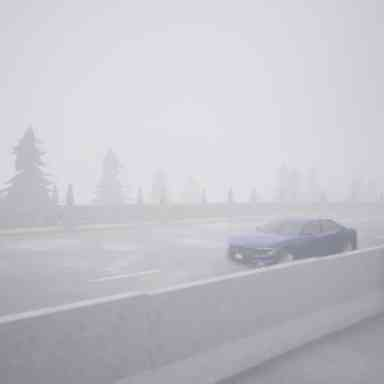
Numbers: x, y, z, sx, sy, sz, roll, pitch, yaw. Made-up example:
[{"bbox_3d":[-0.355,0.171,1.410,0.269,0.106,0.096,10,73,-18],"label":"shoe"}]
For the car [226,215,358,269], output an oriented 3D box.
[{"bbox_3d":[3.327,1.520,10.688,5.008,1.535,1.882,0,0,-36],"label":"car"}]
